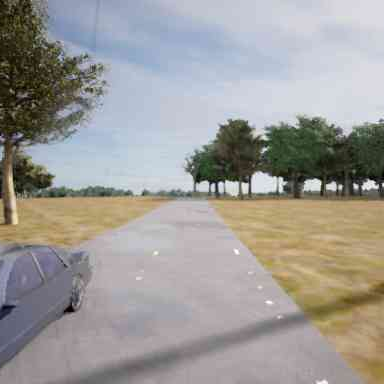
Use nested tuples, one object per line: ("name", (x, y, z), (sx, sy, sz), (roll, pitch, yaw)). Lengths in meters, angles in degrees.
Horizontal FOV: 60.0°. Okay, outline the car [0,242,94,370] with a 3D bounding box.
("car", (-3.055, 1.535, 4.960), (2.033, 1.411, 5.357), (0, 0, 1))
